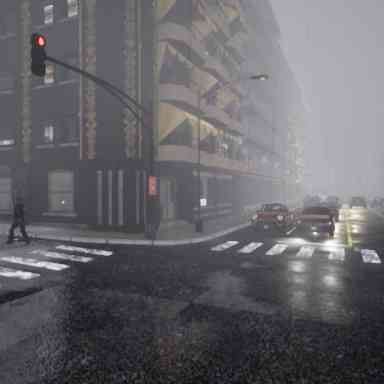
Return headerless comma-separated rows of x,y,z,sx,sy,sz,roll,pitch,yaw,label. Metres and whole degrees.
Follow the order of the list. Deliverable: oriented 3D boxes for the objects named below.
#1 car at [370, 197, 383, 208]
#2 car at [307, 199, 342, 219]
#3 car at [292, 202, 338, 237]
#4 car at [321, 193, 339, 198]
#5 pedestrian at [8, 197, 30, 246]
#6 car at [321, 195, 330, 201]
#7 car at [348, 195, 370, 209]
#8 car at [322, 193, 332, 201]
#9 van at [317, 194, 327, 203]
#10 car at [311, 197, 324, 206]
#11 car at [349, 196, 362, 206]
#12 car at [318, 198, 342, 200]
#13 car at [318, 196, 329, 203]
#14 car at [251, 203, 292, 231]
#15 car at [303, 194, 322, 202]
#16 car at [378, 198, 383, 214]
26.598,1.421,47.655,1.967,1.590,4.097,0,0,24,car
10.660,1.553,26.591,1.994,1.385,4.181,0,0,25,car
6.919,1.518,18.402,1.812,1.442,4.674,0,0,25,car
19.068,1.335,44.900,2.097,1.767,4.553,0,0,25,car
-6.391,1.070,12.279,0.375,1.860,0.375,0,-1,24,pedestrian
32.925,1.492,81.769,1.752,1.417,4.829,0,0,24,car
22.812,1.334,45.783,2.097,1.767,4.553,0,0,24,car
35.331,1.279,87.056,2.192,1.841,5.009,0,0,24,car
25.985,1.316,66.529,1.690,1.788,3.998,0,0,24,van
21.241,1.505,56.110,1.752,1.417,4.829,0,0,24,car
26.851,1.457,54.687,1.882,1.535,5.008,0,0,24,car
14.803,1.587,35.650,1.895,1.301,4.718,0,0,25,car
28.322,1.523,71.660,2.008,1.369,4.403,0,0,24,car
4.953,1.432,20.343,1.967,1.590,4.097,0,0,24,car
16.636,1.298,46.001,2.192,1.841,5.009,0,0,24,car
19.588,1.531,32.259,1.887,1.381,4.507,0,0,24,car
